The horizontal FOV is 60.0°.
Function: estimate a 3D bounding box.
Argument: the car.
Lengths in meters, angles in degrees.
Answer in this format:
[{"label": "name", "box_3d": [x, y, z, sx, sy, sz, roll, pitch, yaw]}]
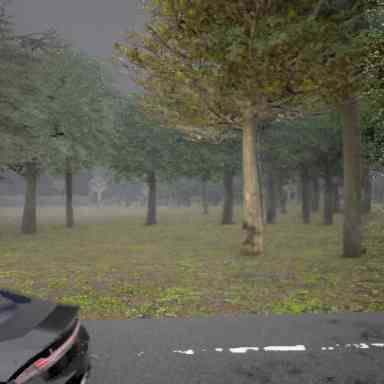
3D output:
[{"label": "car", "box_3d": [-3.464, 1.635, 3.017, 4.902, 1.511, 2.128, -1, -2, -4]}]
